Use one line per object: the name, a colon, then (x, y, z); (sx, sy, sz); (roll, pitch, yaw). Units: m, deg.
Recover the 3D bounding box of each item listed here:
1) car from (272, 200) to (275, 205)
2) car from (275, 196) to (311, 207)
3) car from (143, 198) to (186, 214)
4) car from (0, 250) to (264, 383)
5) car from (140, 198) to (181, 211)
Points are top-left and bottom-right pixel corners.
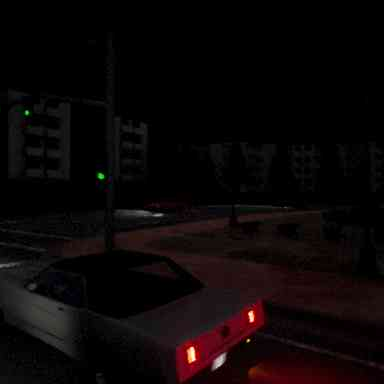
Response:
car: (15.116, 1.450, 53.092); (4.902, 1.511, 2.128); (0, 0, -21)
car: (15.257, 1.441, 49.331); (5.008, 1.535, 1.882); (0, 0, -23)
car: (-2.701, 1.426, 35.590); (1.882, 1.535, 5.008); (0, 0, 39)
car: (-1.459, 1.592, 5.072); (4.718, 1.301, 1.895); (0, 0, 37)
car: (-3.677, 1.445, 39.858); (1.837, 1.490, 4.892); (-1, 0, 43)
